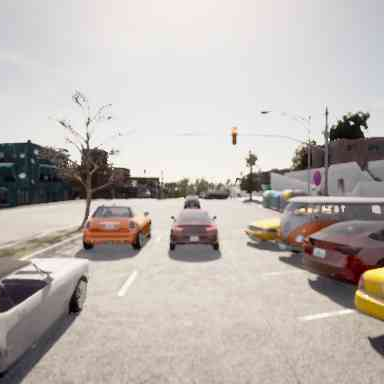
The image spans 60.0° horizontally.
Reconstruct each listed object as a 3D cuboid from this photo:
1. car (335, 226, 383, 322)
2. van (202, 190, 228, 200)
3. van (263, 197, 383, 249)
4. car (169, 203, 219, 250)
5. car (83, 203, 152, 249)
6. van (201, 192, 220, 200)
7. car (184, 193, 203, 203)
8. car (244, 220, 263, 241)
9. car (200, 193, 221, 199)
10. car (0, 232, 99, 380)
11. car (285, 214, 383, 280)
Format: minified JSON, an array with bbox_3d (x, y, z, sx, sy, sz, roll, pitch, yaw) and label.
[{"bbox_3d":[5.233,1.438,5.412,5.366,1.575,1.946,1,0,-20],"label":"car"},{"bbox_3d":[4.835,0.628,66.532,4.442,1.987,1.878,1,-1,-20],"label":"van"},{"bbox_3d":[4.942,1.161,11.266,4.442,1.987,1.878,1,1,-20],"label":"van"},{"bbox_3d":[0.078,1.404,13.599,1.812,1.442,4.674,0,0,0],"label":"car"},{"bbox_3d":[-2.927,1.228,13.954,2.097,1.767,4.553,0,0,0],"label":"car"},{"bbox_3d":[4.796,0.939,87.377,4.442,1.987,1.878,1,-1,-20],"label":"van"},{"bbox_3d":[0.012,1.126,39.685,1.812,1.442,4.674,-1,2,0],"label":"car"},{"bbox_3d":[4.870,1.358,14.227,5.366,1.575,1.946,1,1,-20],"label":"car"},{"bbox_3d":[5.067,1.212,90.465,5.366,1.575,1.946,1,-1,-20],"label":"car"},{"bbox_3d":[-2.909,1.558,4.513,1.895,1.301,4.718,0,0,0],"label":"car"},{"bbox_3d":[5.079,1.443,8.342,4.792,1.488,2.163,1,0,-20],"label":"car"}]
